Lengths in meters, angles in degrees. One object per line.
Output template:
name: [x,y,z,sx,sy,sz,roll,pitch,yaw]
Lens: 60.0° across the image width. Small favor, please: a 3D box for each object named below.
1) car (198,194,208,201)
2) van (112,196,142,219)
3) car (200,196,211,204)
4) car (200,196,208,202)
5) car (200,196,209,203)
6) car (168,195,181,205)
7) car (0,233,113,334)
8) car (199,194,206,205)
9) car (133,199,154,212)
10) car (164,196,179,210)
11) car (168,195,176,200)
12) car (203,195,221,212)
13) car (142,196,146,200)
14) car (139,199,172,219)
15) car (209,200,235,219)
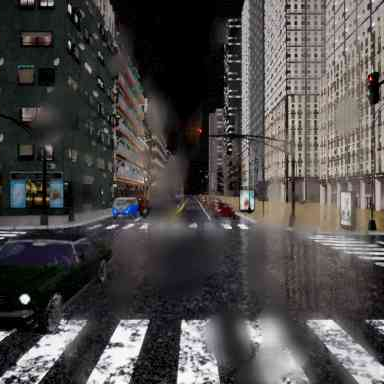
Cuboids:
car: [2.737,1.377,83.725,2.192,1.841,5.009,0,0,0]
van: [-5.669,1.352,28.454,1.690,1.788,3.998,0,0,0]
car: [2.728,1.593,67.142,2.008,1.369,4.403,0,0,0]
car: [2.733,1.637,78.197,1.802,1.307,4.206,0,0,0]
car: [2.731,1.593,72.670,1.887,1.381,4.507,0,0,0]
car: [-3.008,1.635,60.480,1.895,1.301,4.718,0,0,1]
car: [-3.096,1.602,6.863,1.895,1.301,4.718,0,0,0]
car: [2.724,1.470,56.087,1.967,1.590,4.097,0,0,0]
car: [-5.665,1.562,39.509,1.887,1.381,4.507,0,0,0]
car: [-3.078,1.585,43.908,1.994,1.385,4.181,0,0,0]
car: [-5.640,1.644,94.785,1.947,1.339,4.313,0,0,0]
car: [2.717,1.457,39.504,1.967,1.590,4.097,0,0,0]
car: [-5.666,1.329,33.981,2.192,1.841,5.009,0,0,0]
car: [-3.087,1.575,28.788,1.994,1.385,4.181,0,0,0]
car: [2.711,1.593,28.448,1.802,1.307,4.206,0,0,0]
